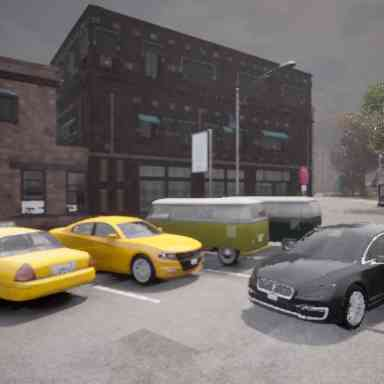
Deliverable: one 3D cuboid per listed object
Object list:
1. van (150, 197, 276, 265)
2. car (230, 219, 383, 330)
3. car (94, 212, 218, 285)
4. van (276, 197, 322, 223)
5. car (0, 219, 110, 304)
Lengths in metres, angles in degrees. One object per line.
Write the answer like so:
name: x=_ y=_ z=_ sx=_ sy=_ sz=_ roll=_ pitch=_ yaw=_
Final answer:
van: x=0.289 y=1.213 z=11.358 sx=4.442 sy=1.987 sz=1.878 roll=-1 pitch=0 yaw=34
car: x=3.286 y=1.459 z=6.925 sx=4.892 sy=1.490 sz=1.837 roll=-1 pitch=0 yaw=-36
car: x=-2.023 y=1.465 z=9.528 sx=5.008 sy=1.535 sz=2.097 roll=-1 pitch=-1 yaw=34
van: x=2.706 y=1.185 z=13.135 sx=4.442 sy=1.987 sz=1.878 roll=-1 pitch=0 yaw=34
car: x=-4.594 y=1.484 z=7.848 sx=5.366 sy=1.575 sz=1.946 roll=-1 pitch=-1 yaw=34
